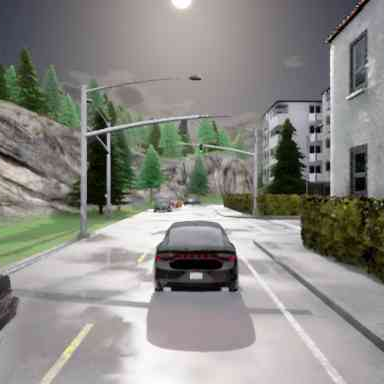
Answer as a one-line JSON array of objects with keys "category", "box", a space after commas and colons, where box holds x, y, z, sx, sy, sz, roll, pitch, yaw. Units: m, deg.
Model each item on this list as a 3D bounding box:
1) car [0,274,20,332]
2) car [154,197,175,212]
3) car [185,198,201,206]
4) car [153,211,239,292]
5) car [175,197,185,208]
[{"category": "car", "box": [-3.594, 1.555, 2.807, 2.033, 1.411, 5.357, 0, 0, 0]}, {"category": "car", "box": [-3.402, 1.610, 39.742, 1.837, 1.490, 4.892, 0, 0, 2]}, {"category": "car", "box": [0.038, 1.722, 60.093, 1.994, 1.385, 4.181, 0, 0, 26]}, {"category": "car", "box": [0.102, 1.502, 9.029, 1.882, 1.535, 5.008, 0, 0, 0]}, {"category": "car", "box": [-2.869, 1.484, 49.868, 2.097, 1.767, 4.553, 0, 0, 8]}]
